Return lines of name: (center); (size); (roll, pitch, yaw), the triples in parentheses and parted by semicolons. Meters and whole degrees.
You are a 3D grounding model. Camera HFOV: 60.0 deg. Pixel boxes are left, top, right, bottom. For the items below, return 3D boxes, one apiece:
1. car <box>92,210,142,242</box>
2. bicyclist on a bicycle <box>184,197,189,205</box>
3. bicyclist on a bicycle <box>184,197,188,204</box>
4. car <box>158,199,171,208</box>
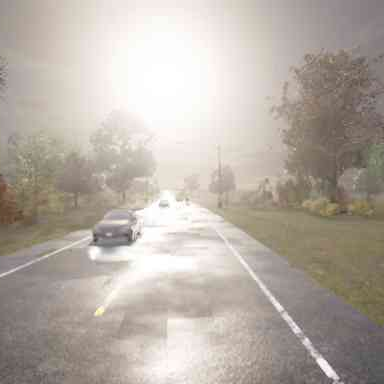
car: (-3.729, 1.656, 17.193); (1.812, 1.442, 4.674); (0, 0, -1)
bicyclist on a bicycle: (-0.940, 1.899, 71.475); (0.659, 1.776, 1.843); (0, 0, -3)
bicyclist on a bicycle: (-1.448, 2.031, 80.480); (0.866, 1.612, 1.509); (0, 0, -3)
car: (-4.802, 1.954, 57.437); (1.812, 1.442, 4.674); (0, 0, -2)
